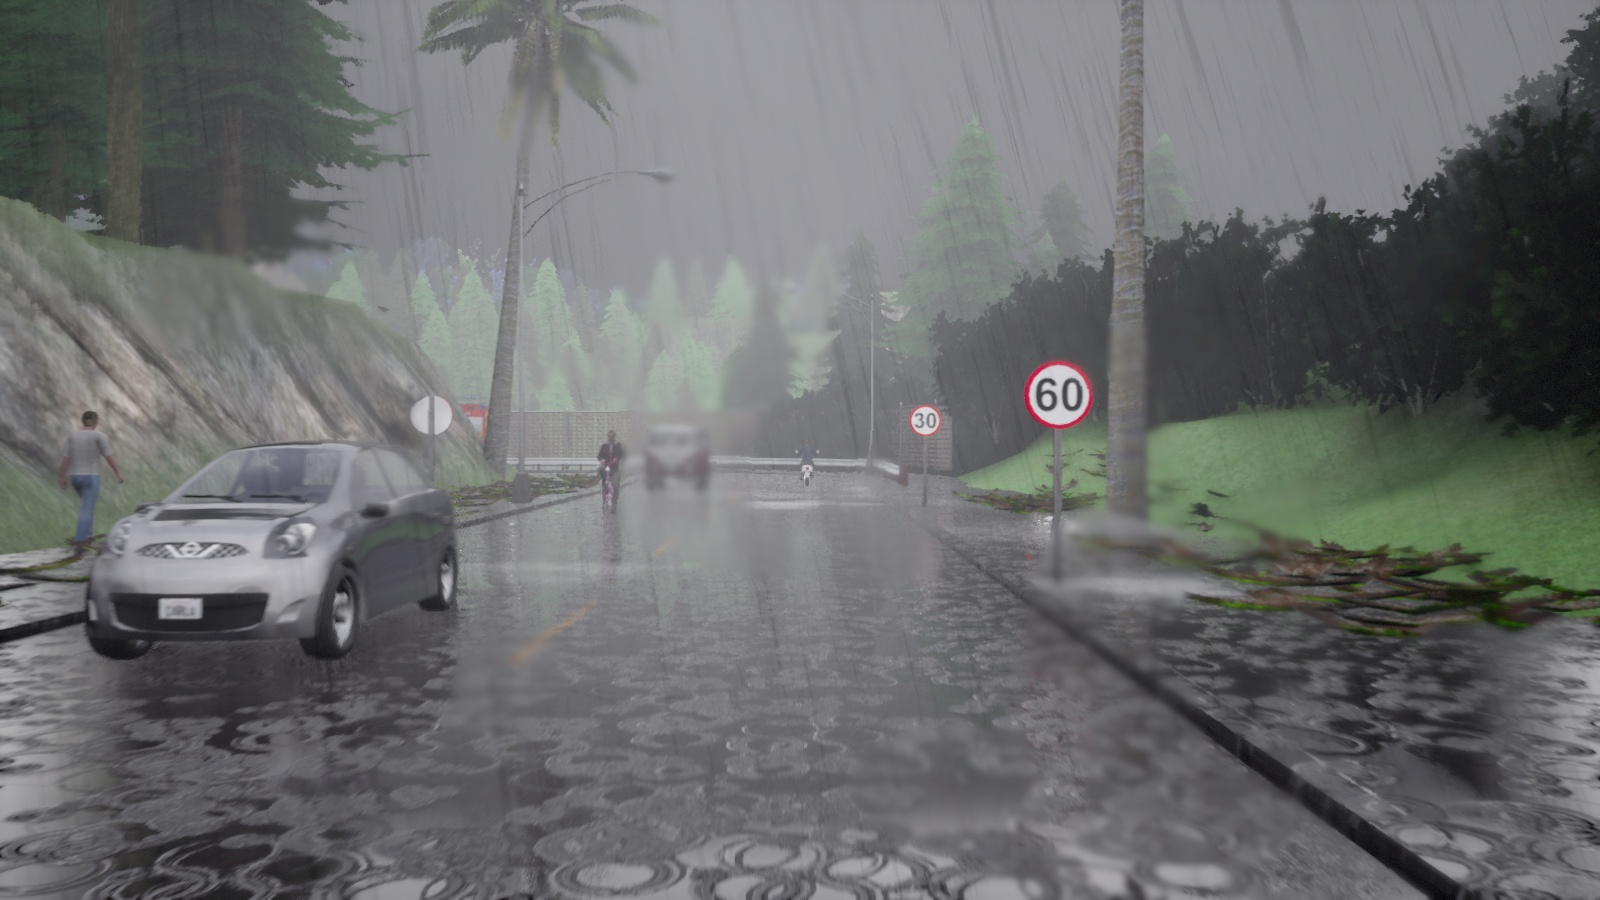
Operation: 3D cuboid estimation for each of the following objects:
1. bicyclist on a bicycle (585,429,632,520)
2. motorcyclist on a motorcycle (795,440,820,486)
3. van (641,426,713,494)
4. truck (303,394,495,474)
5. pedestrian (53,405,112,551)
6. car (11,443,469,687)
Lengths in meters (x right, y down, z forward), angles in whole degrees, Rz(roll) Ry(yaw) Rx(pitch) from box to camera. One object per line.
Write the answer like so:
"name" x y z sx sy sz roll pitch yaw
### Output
"bicyclist on a bicycle" -3.847 0.471 25.340 0.659 1.776 1.843 0 0 0
"motorcyclist on a motorcycle" 0.256 0.449 44.529 0.866 1.590 1.817 0 0 0
"van" -3.770 0.276 39.031 1.775 1.987 4.442 0 0 0
"truck" -19.501 -0.780 61.469 8.468 3.827 2.891 0 0 -1
"pedestrian" -9.198 0.350 16.110 0.354 1.836 0.706 0 0 0
"car" -3.932 0.704 9.553 1.845 1.501 3.633 0 0 0
